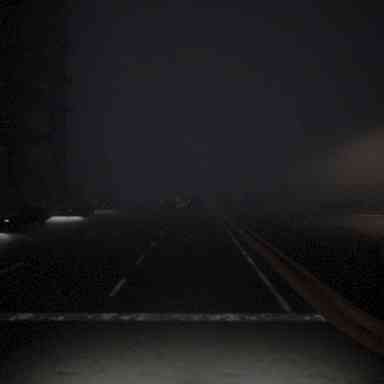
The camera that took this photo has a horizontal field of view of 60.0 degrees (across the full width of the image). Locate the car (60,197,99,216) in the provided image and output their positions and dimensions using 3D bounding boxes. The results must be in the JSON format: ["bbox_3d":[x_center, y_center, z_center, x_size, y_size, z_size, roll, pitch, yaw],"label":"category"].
[{"bbox_3d":[-10.248,1.367,29.959,1.994,1.385,4.181,0,0,1],"label":"car"}]

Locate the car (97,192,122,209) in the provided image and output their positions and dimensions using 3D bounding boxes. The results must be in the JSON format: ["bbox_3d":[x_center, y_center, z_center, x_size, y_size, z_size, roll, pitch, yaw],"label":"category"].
[{"bbox_3d":[-10.086,0.963,40.543,2.150,2.045,5.566,0,0,1],"label":"car"}]

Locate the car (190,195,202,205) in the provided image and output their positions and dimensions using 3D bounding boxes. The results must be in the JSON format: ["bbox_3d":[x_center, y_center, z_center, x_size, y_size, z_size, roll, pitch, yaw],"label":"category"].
[{"bbox_3d":[0.604,1.180,51.434,1.837,1.490,4.892,0,0,1],"label":"car"}]

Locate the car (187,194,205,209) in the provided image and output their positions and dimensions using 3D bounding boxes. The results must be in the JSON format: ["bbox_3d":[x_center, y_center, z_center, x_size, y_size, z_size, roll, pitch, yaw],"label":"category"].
[{"bbox_3d":[0.477,1.086,41.305,2.097,1.767,4.553,0,0,1],"label":"car"}]

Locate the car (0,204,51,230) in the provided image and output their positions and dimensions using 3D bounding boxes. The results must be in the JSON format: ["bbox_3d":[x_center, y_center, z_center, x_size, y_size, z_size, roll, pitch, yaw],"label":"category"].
[{"bbox_3d":[-10.381,1.408,20.028,2.033,1.411,5.357,0,0,1],"label":"car"}]

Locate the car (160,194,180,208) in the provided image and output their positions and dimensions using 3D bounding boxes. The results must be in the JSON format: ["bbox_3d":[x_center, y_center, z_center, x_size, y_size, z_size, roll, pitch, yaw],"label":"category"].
[{"bbox_3d":[-2.912,1.294,42.193,1.994,1.385,4.181,0,0,1],"label":"car"}]
